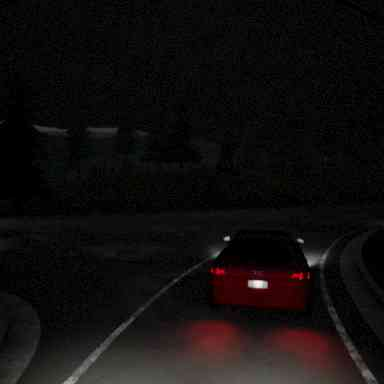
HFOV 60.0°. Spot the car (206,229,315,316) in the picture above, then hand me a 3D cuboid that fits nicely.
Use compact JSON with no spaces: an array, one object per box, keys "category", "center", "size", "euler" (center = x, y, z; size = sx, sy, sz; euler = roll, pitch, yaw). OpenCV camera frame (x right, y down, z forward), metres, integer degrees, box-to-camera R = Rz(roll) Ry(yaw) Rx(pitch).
[{"category":"car","center":[1.611,1.546,7.651],"size":[1.994,1.385,4.181],"euler":[0,0,14]}]
